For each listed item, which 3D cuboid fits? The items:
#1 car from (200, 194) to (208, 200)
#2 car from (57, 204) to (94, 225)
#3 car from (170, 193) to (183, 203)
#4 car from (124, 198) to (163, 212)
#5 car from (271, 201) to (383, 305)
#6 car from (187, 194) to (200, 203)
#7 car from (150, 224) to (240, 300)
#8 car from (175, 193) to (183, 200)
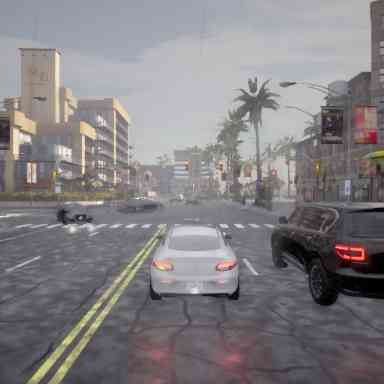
[{"bbox_3d":[3.372,1.355,95.330,2.097,1.767,4.553,0,0,-4],"label":"car"},{"bbox_3d":[-8.534,1.564,24.264,1.994,1.385,4.181,0,0,-30],"label":"car"},{"bbox_3d":[-3.574,1.553,71.265,1.994,1.385,4.181,0,0,0],"label":"car"},{"bbox_3d":[-5.685,1.491,39.490,4.902,1.511,2.128,0,0,-43],"label":"car"},{"bbox_3d":[3.559,1.221,8.232,2.150,2.045,5.566,0,0,0],"label":"car"},{"bbox_3d":[0.011,1.564,67.668,1.994,1.385,4.181,0,0,0],"label":"car"},{"bbox_3d":[0.061,1.526,8.289,1.812,1.442,4.674,0,0,0],"label":"car"},{"bbox_3d":[-3.599,1.225,91.812,2.150,2.045,5.566,0,0,0],"label":"car"}]
